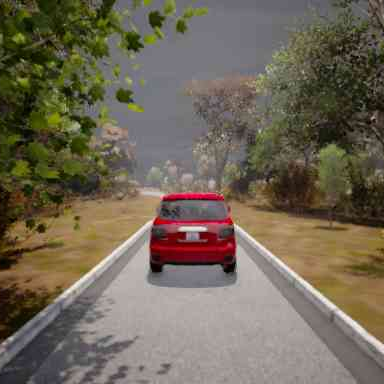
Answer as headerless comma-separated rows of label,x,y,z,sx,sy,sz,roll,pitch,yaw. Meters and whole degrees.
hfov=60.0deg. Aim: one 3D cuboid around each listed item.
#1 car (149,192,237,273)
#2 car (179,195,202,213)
car,0.037,1.007,10.081,2.150,2.045,5.566,0,1,0
car,-0.195,0.982,29.122,1.895,1.301,4.718,0,1,-1
